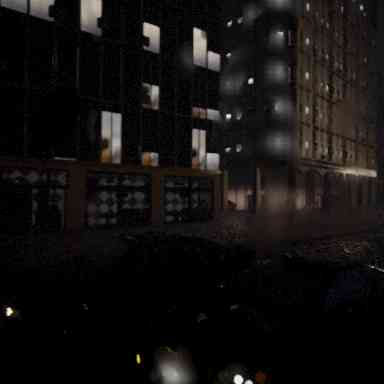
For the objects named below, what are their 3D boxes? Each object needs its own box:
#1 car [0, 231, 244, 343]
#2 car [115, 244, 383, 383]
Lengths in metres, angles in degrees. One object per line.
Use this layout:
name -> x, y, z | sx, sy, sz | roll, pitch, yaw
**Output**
car -> -0.893, 1.537, 6.642 | 5.357, 1.411, 2.033 | 0, 0, -36
car -> 1.407, 1.549, 4.350 | 4.181, 1.385, 1.994 | 0, 0, -37
